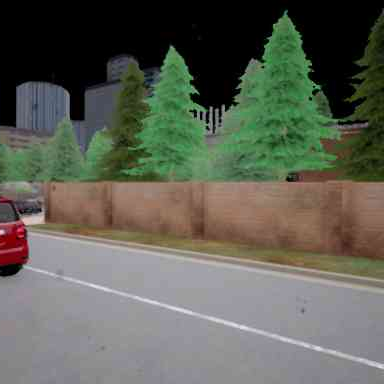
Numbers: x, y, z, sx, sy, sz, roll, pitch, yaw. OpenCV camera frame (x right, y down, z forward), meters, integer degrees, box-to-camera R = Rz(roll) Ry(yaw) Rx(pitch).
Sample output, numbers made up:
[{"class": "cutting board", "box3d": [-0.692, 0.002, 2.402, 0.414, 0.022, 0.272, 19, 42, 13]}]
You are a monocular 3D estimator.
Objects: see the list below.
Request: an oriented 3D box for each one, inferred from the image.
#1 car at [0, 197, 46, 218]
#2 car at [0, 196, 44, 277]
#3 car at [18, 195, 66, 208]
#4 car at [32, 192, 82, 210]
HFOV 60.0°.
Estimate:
[{"class": "car", "box3d": [-14.070, 1.159, 25.032, 2.033, 1.411, 5.357, 1, 0, 36]}, {"class": "car", "box3d": [-6.411, 1.071, 8.533, 5.566, 2.045, 2.150, 1, 1, 36]}, {"class": "car", "box3d": [-17.139, 1.060, 38.236, 1.895, 1.301, 4.718, 1, 1, 35]}, {"class": "car", "box3d": [-14.510, 0.863, 35.883, 2.097, 1.767, 4.553, 1, 1, 35]}]
